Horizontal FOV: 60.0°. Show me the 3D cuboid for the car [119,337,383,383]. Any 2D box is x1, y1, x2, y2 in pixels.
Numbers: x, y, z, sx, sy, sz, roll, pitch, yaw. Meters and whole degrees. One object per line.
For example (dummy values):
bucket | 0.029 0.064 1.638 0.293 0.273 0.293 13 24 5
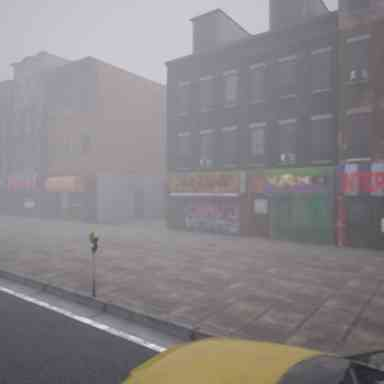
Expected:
car | 1.464 1.528 1.768 4.829 1.417 1.752 1 0 36
